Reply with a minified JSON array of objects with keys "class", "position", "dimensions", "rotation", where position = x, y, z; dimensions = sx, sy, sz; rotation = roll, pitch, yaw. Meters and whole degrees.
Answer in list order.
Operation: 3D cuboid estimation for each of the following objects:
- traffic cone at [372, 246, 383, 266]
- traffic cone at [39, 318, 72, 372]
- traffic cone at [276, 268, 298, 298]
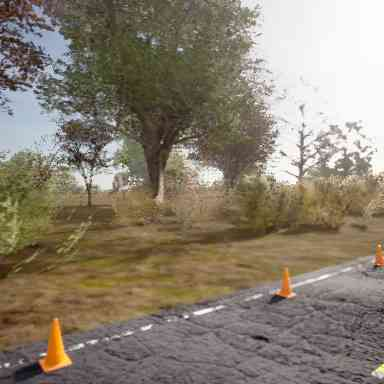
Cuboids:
[{"class":"traffic cone","position":[5.906,1.989,10.488],"dimensions":[0.340,0.580,0.340],"rotation":[0,0,-40]},{"class":"traffic cone","position":[-1.805,1.974,4.410],"dimensions":[0.340,0.580,0.340],"rotation":[0,0,-36]},{"class":"traffic cone","position":[2.101,1.981,7.384],"dimensions":[0.340,0.580,0.340],"rotation":[0,0,-38]}]
